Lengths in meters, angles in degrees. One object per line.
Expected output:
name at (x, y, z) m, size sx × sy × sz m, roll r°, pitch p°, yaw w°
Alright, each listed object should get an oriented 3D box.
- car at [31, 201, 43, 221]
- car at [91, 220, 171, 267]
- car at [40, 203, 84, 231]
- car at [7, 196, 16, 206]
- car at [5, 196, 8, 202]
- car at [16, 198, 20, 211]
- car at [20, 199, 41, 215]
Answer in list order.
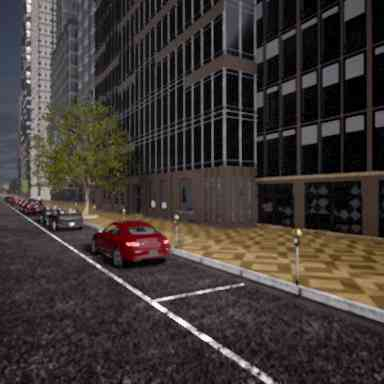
car at (-11.050, 1.635, 25.994) m, size 2.008 × 1.369 × 4.403 m, roll 0°, pitch 0°, yaw -31°
car at (-2.187, 1.619, 11.396) m, size 1.802 × 1.307 × 4.206 m, roll 0°, pitch 0°, yaw -31°
car at (-8.095, 1.622, 21.128) m, size 2.008 × 1.369 × 4.403 m, roll 0°, pitch 0°, yaw -31°
car at (-31.729, 1.698, 60.056) m, size 1.887 × 1.381 × 4.507 m, roll 0°, pitch 0°, yaw -31°
car at (-40.591, 1.735, 74.653) m, size 1.947 × 1.339 × 4.313 m, roll 0°, pitch 0°, yaw -31°
car at (-19.912, 1.558, 40.592) m, size 1.967 × 1.590 × 4.097 m, roll 0°, pitch 0°, yaw -31°
car at (-16.958, 1.547, 35.726) m, size 1.967 × 1.590 × 4.097 m, roll 0°, pitch 0°, yaw -31°
